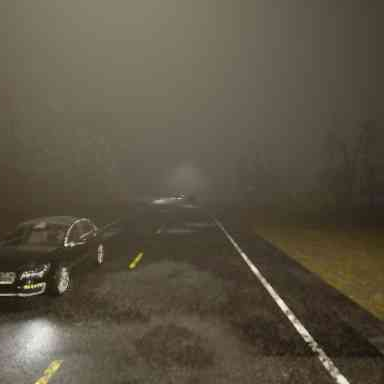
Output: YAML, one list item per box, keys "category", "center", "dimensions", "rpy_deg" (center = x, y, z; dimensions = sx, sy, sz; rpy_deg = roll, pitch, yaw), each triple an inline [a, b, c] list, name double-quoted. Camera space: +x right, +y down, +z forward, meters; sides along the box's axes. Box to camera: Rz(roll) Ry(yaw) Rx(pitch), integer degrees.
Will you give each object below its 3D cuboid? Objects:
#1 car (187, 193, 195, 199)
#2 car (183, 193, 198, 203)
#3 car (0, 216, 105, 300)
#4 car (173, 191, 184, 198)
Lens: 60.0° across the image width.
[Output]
- category: "car"
  center: [-0.250, 0.967, 76.537]
  dimensions: [1.895, 1.301, 4.718]
  rpy_deg: [0, 0, 0]
- category: "car"
  center: [-0.056, 1.093, 57.360]
  dimensions: [1.994, 1.385, 4.181]
  rpy_deg: [0, 0, 0]
- category: "car"
  center: [-3.597, 1.435, 8.448]
  dimensions: [1.837, 1.490, 4.892]
  rpy_deg: [0, 1, 0]
- category: "car"
  center: [-3.795, 0.775, 85.650]
  dimensions: [1.882, 1.535, 5.008]
  rpy_deg: [0, 0, 0]
